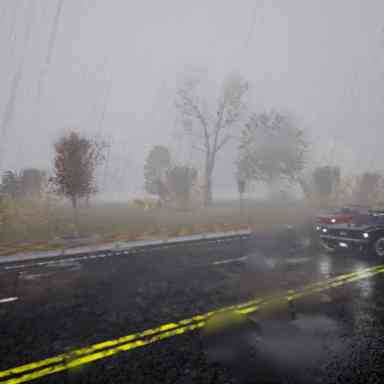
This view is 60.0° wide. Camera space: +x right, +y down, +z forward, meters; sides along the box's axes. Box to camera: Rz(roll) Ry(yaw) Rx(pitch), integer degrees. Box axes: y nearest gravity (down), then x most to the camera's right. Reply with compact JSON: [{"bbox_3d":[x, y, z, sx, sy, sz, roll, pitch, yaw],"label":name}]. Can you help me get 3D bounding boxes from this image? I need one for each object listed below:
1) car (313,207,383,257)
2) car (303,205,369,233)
[{"bbox_3d":[6.825,1.392,12.166,4.718,1.301,1.895,-1,1,-33],"label":"car"},{"bbox_3d":[7.728,1.334,16.616,4.718,1.301,1.895,-1,1,-33],"label":"car"}]
